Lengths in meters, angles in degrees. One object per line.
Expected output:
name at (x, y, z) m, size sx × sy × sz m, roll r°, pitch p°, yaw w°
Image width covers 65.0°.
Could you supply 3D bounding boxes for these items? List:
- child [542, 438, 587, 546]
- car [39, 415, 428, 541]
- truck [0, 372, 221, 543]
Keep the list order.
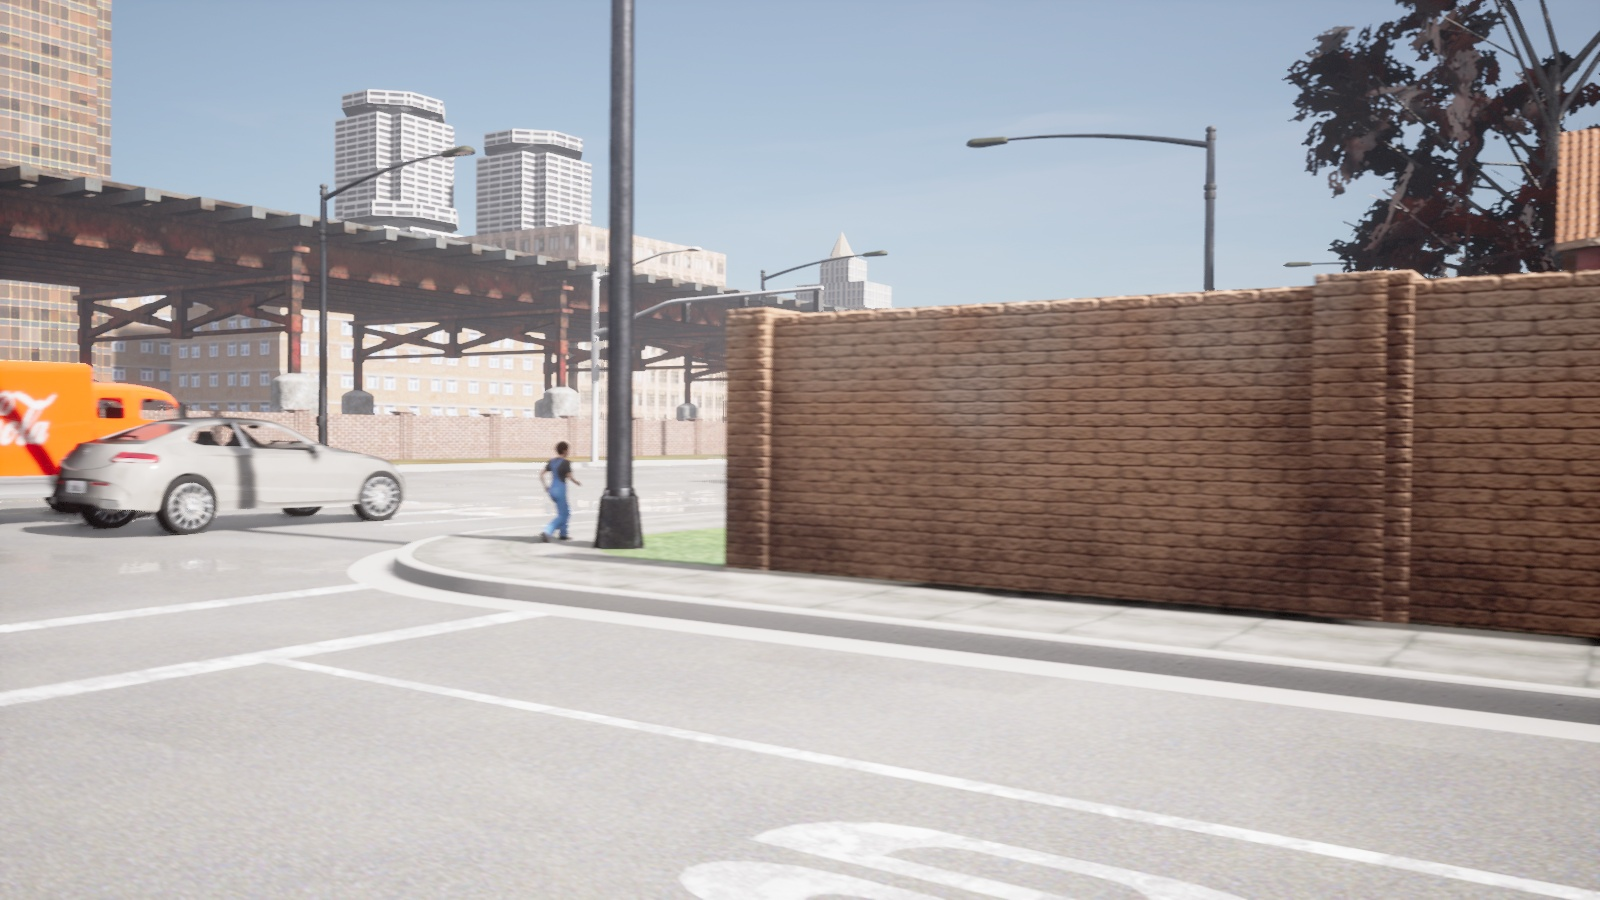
child at (-2.790, 0.488, 14.909) m, size 0.270 × 1.263 × 0.437 m, roll 0°, pitch 1°, yaw 42°
car at (-8.346, 0.326, 19.057) m, size 2.152 × 1.651 × 5.027 m, roll 0°, pitch 1°, yaw 31°
truck at (-12.204, 0.089, 19.492) m, size 2.627 × 2.467 × 5.204 m, roll 0°, pitch 1°, yaw 33°
